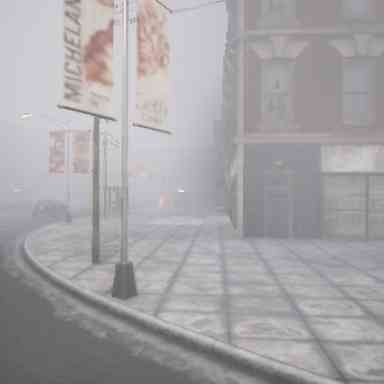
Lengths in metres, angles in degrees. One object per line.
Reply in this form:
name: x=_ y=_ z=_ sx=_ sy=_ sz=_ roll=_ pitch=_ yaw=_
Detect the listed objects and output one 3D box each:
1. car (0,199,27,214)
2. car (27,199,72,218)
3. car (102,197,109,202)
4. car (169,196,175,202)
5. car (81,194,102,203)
car: x=-20.110 y=1.578 z=37.682 sx=1.882 sy=1.535 sz=5.008 roll=0 pitch=0 yaw=5
car: x=-13.281 y=1.456 z=31.776 sx=2.097 sy=1.767 sz=4.553 roll=0 pitch=0 yaw=4
car: x=-22.778 y=1.923 z=83.407 sx=1.895 sy=1.301 sz=4.718 roll=0 pitch=0 yaw=4
car: x=-5.158 y=1.949 z=93.182 sx=2.231 sy=1.521 sz=4.892 roll=0 pitch=0 yaw=14
car: x=-23.356 y=1.515 z=76.035 sx=2.435 sy=2.045 sz=5.566 roll=0 pitch=0 yaw=4
